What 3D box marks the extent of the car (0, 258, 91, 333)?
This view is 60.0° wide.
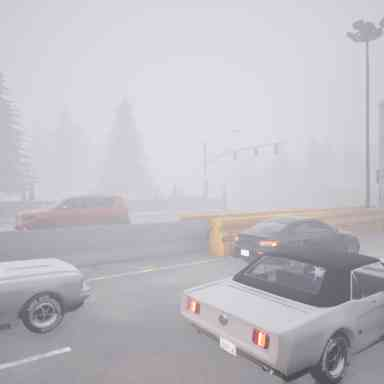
[{"bbox_3d":[-4.100,1.601,5.121,4.718,1.301,1.895,0,0,-35],"label":"car"}]

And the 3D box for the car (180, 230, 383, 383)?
[{"bbox_3d":[2.253,1.576,5.335,4.718,1.301,1.895,-1,0,-35],"label":"car"}]

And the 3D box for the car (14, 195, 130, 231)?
[{"bbox_3d":[-5.911,1.196,16.949,5.566,2.045,2.150,-1,0,-35],"label":"car"}]

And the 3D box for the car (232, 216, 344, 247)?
[{"bbox_3d":[3.321,1.473,10.375,4.674,1.442,1.812,-1,0,-35],"label":"car"}]
